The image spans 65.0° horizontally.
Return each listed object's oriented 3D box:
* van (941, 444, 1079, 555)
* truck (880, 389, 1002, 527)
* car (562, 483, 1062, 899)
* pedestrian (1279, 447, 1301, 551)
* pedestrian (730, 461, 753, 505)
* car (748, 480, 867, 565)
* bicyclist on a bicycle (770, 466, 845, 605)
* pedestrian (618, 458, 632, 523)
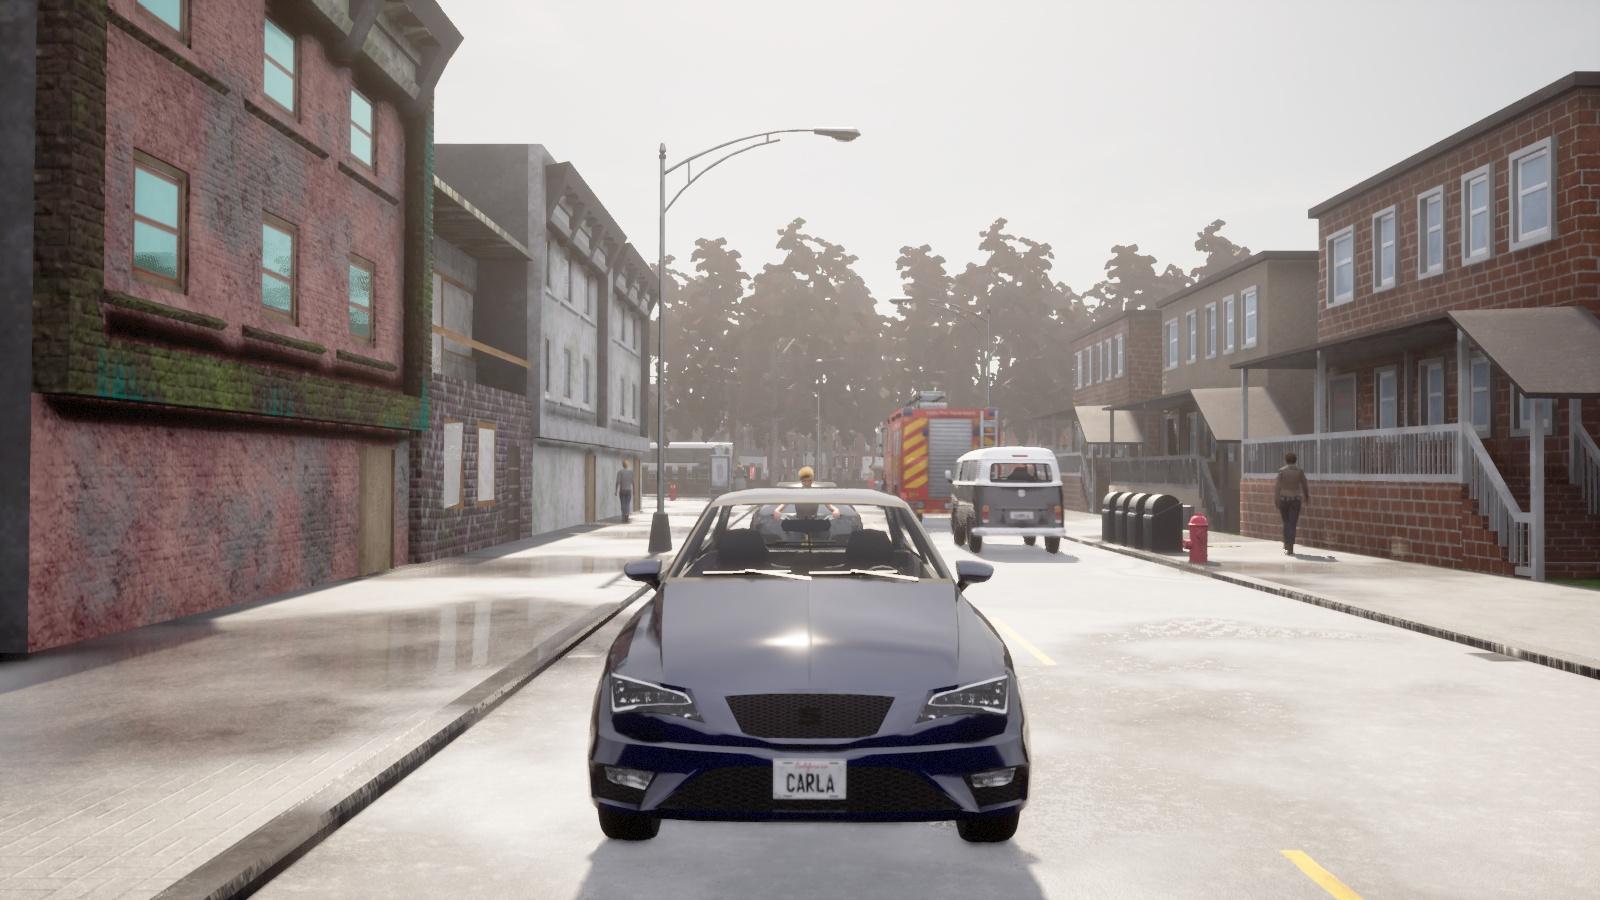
[{"bbox_3d":[4.138,0.949,25.512,2.069,2.038,4.480,0,-1,0],"label":"van"},{"bbox_3d":[4.200,0.292,39.327,2.891,3.827,8.468,0,-1,0],"label":"truck"},{"bbox_3d":[0.049,0.940,6.673,1.816,1.474,4.193,0,-1,0],"label":"car"},{"bbox_3d":[8.733,0.864,22.379,0.328,1.805,0.869,-1,-1,23],"label":"pedestrian"},{"bbox_3d":[-2.636,1.478,56.317,0.659,1.952,0.873,-1,-1,28],"label":"pedestrian"},{"bbox_3d":[0.129,1.266,23.179,1.994,1.385,4.181,0,-1,0],"label":"car"},{"bbox_3d":[0.090,1.008,15.351,0.866,1.612,1.509,0,-1,0],"label":"bicyclist on a bicycle"},{"bbox_3d":[-4.964,1.140,35.578,0.354,1.836,0.706,0,-1,-10],"label":"pedestrian"}]
